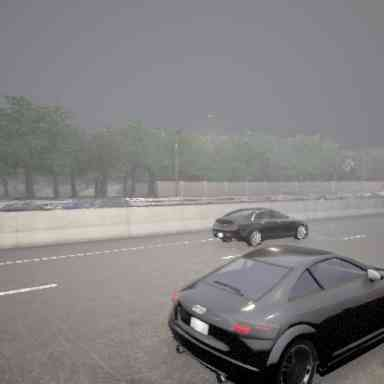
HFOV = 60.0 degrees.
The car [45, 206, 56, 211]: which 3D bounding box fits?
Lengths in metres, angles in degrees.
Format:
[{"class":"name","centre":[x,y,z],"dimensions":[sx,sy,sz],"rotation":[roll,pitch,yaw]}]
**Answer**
[{"class":"car","centre":[-9.264,1.298,27.464],"dimensions":[4.553,1.767,2.097],"rotation":[0,0,-35]}]

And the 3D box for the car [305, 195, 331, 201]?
[{"class":"car","centre":[19.745,1.189,52.142],"dimensions":[4.892,1.490,1.837],"rotation":[-1,0,-35]}]

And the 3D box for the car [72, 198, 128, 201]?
[{"class":"car","centre":[-6.647,1.293,25.030],"dimensions":[4.553,1.767,2.097],"rotation":[0,0,-35]}]

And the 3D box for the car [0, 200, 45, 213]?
[{"class":"car","centre":[-14.895,1.467,27.755],"dimensions":[4.902,1.511,2.128],"rotation":[0,0,-35]}]

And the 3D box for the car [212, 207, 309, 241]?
[{"class":"car","centre":[3.100,1.434,14.537],"dimensions":[4.892,1.490,1.837],"rotation":[-1,0,-35]}]

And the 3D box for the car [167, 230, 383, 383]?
[{"class":"car","centre":[1.715,1.537,5.089],"dimensions":[4.181,1.385,1.994],"rotation":[0,0,-35]}]

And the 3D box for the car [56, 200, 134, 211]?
[{"class":"car","centre":[-5.852,1.477,21.303],"dimensions":[4.674,1.442,1.812],"rotation":[0,0,-35]}]

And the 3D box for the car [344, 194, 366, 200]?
[{"class":"car","centre":[25.555,1.137,51.924],"dimensions":[4.892,1.490,1.837],"rotation":[-1,1,-34]}]

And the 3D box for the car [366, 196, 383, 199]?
[{"class":"car","centre":[28.514,1.218,49.716],"dimensions":[4.718,1.301,1.895],"rotation":[-1,1,-34]}]
